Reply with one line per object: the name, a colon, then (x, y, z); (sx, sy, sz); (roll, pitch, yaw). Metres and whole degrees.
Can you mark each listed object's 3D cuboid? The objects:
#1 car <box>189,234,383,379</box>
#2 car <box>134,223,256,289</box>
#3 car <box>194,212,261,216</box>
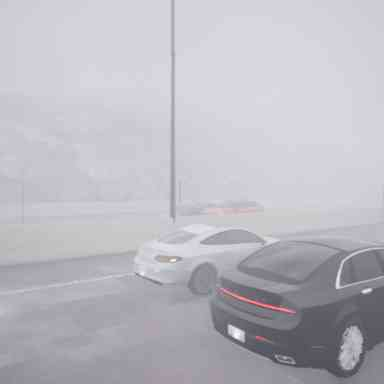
car: (2.523, 1.505, 5.547); (4.892, 1.490, 1.837); (0, 0, -36)
car: (0.798, 1.526, 8.615); (4.674, 1.442, 1.812); (0, 0, -36)
car: (2.754, 1.352, 23.152); (4.553, 1.767, 2.097); (0, 0, -35)
